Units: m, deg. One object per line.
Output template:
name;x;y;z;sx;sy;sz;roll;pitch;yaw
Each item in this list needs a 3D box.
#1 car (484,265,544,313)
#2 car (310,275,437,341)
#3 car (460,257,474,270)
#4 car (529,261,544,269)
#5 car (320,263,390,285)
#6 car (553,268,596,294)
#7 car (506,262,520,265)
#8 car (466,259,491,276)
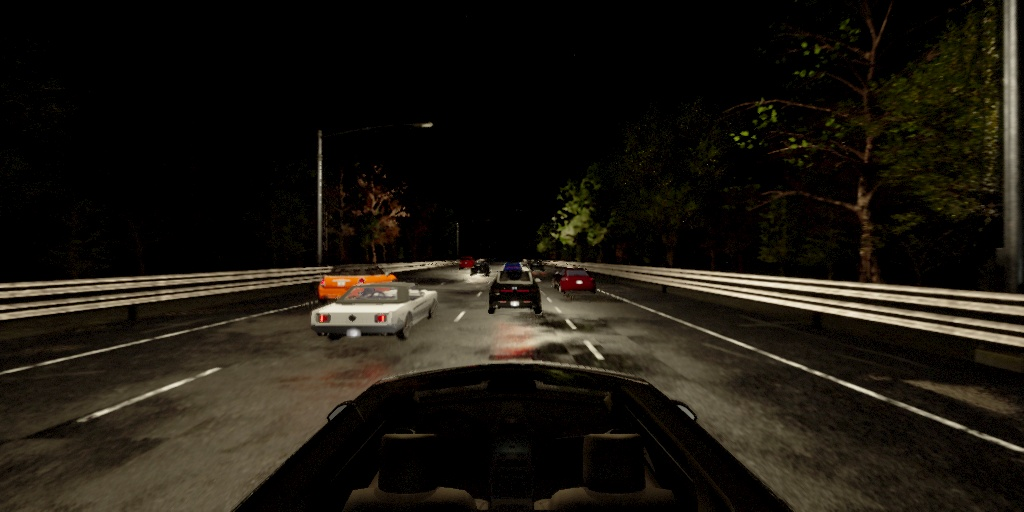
car;0.095;1.303;14.149;1.837;1.490;4.892;0;0;0
car;-3.402;1.381;9.938;1.895;1.301;4.718;0;0;0
car;-6.916;1.186;56.802;2.150;2.045;5.566;0;0;0
car;3.533;1.437;51.939;2.128;1.511;4.902;0;0;-1
car;-6.905;1.157;16.635;2.097;1.767;4.553;0;0;0
car;3.597;1.388;21.122;1.994;1.385;4.181;0;0;0
car;0.089;1.367;38.244;1.882;1.535;5.008;0;0;0
car;-3.411;1.387;39.509;2.128;1.511;4.902;0;0;0
